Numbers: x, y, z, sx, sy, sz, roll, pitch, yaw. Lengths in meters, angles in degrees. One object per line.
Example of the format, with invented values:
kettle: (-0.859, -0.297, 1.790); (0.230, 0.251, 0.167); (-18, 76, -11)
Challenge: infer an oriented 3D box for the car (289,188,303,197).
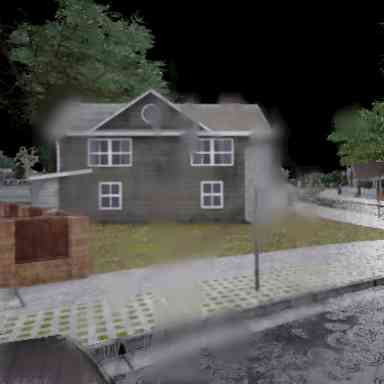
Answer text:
car: (18.429, 0.005, 59.173); (2.097, 1.767, 4.553); (0, 1, 14)

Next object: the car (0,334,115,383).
car: (-2.735, 1.541, 0.982); (5.357, 1.411, 2.033); (0, 1, -35)
